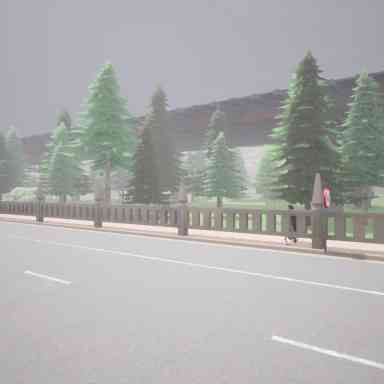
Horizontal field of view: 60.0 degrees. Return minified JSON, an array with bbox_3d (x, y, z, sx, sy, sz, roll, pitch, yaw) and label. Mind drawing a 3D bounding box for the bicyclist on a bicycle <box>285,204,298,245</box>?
[{"bbox_3d":[4.087,1.339,13.609,0.582,1.620,1.656,-3,-5,34],"label":"bicyclist on a bicycle"}]
